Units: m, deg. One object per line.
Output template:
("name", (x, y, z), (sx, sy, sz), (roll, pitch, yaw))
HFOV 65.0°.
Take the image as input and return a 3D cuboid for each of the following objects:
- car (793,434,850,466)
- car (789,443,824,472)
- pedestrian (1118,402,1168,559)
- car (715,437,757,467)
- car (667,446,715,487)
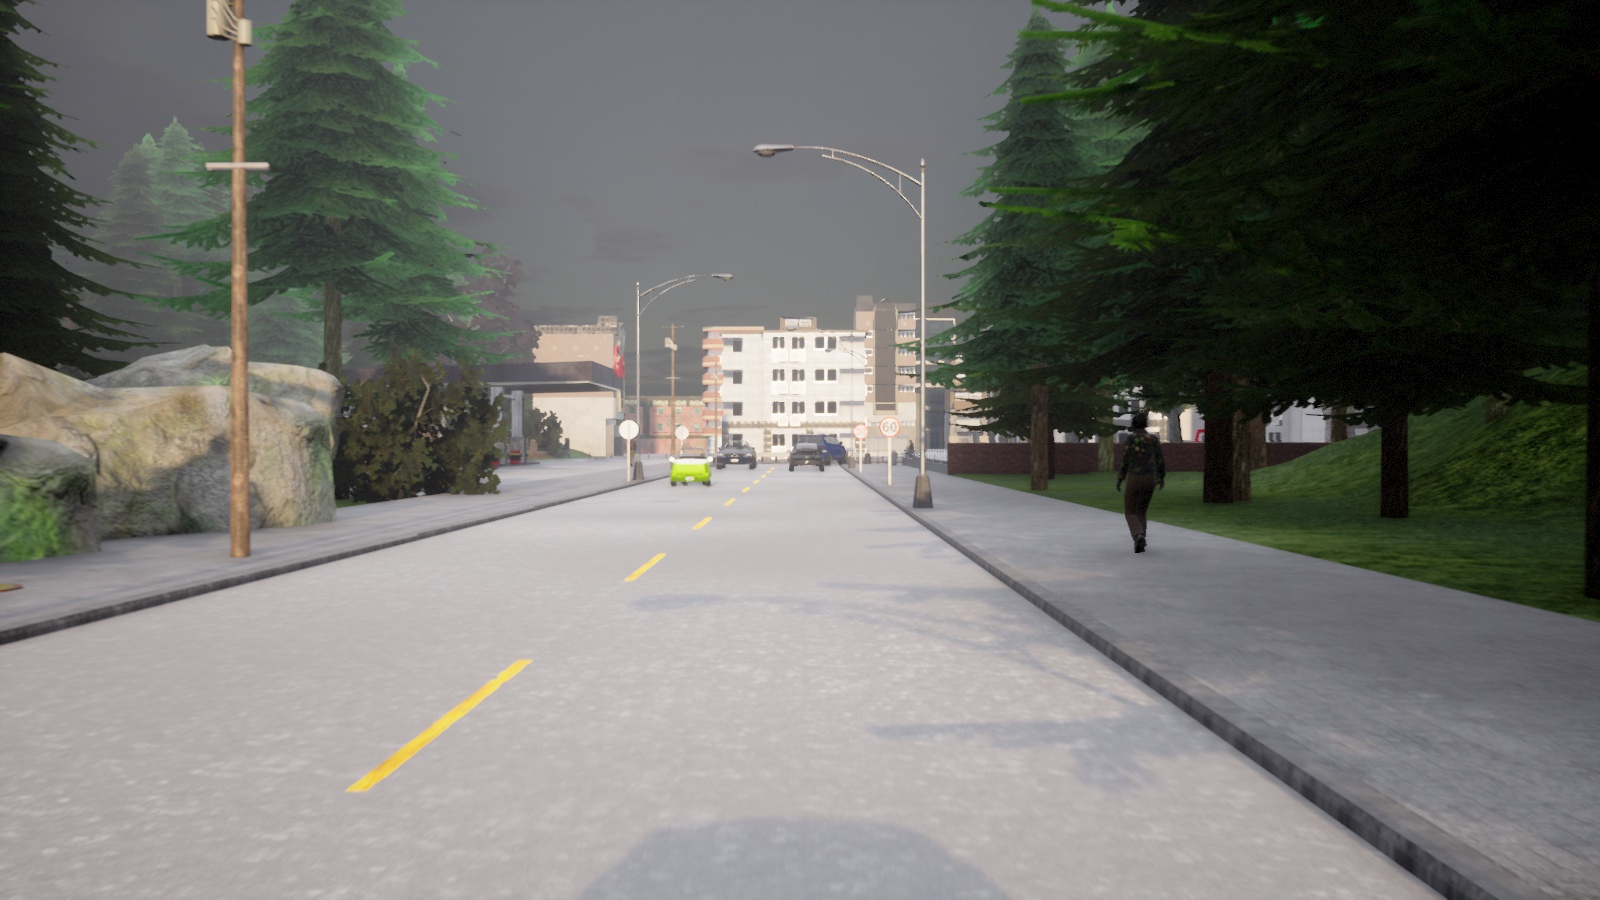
("car", (1.473, 0.003, 82.392), (2.150, 2.045, 5.566), (0, 0, 19))
("car", (0.358, 0.371, 67.470), (1.837, 1.490, 4.892), (0, 0, 0))
("pedestrian", (4.284, 0.371, 15.711), (0.395, 1.930, 0.692), (0, 0, -4))
("car", (-3.649, 0.114, 72.439), (2.152, 1.651, 5.027), (0, 0, 0))
("car", (-3.747, 0.552, 43.493), (1.481, 1.376, 2.207), (0, 0, 0))
